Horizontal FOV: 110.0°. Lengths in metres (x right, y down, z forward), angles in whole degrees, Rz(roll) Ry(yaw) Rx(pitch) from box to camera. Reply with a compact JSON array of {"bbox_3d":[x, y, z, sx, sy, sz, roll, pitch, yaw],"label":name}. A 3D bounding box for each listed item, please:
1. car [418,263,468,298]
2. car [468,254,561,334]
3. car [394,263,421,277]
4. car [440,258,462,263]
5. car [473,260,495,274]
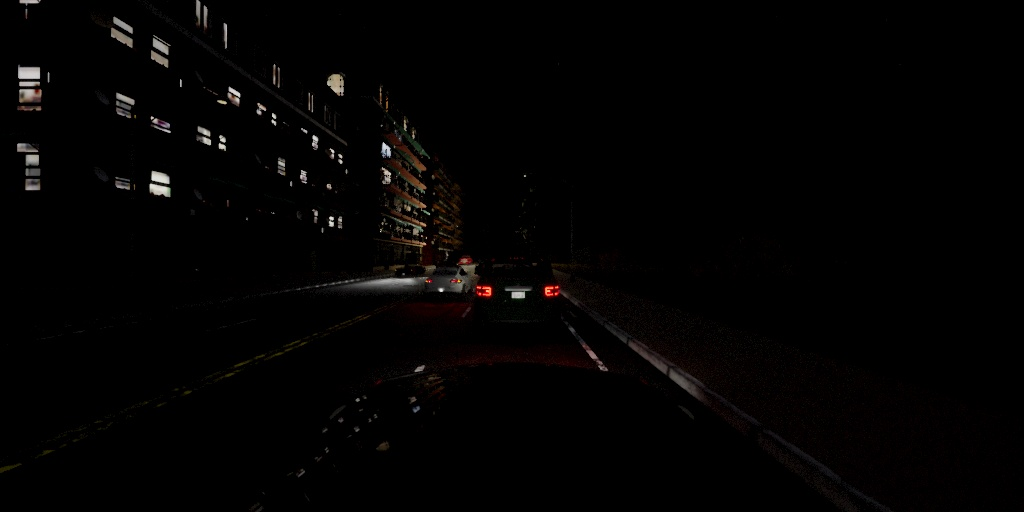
[{"bbox_3d":[-3.149,1.278,18.264,1.812,1.442,4.674,0,0,0],"label":"car"},{"bbox_3d":[0.103,0.973,10.755,2.150,2.045,5.566,0,0,-1],"label":"car"},{"bbox_3d":[-9.844,1.355,34.755,1.895,1.301,4.718,0,0,0],"label":"car"},{"bbox_3d":[-6.593,1.259,36.414,1.837,1.490,4.892,0,0,0],"label":"car"},{"bbox_3d":[-3.140,1.245,41.229,2.128,1.511,4.902,0,0,0],"label":"car"}]
